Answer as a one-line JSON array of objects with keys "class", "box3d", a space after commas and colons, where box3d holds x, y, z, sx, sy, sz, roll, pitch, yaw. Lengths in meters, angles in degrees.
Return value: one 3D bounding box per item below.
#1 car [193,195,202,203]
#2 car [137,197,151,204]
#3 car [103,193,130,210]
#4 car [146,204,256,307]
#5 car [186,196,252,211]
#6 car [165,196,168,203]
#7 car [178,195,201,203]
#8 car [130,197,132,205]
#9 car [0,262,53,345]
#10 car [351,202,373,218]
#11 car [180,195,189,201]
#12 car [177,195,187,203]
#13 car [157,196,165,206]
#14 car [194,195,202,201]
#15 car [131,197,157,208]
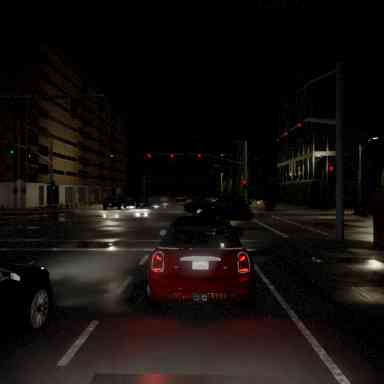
[{"class": "car", "box3d": [1.257, 1.478, 71.750, 1.882, 1.535, 5.008, 0, 0, 2]}, {"class": "car", "box3d": [-9.494, 1.601, 66.082, 1.895, 1.301, 4.718, 0, 0, 2]}, {"class": "car", "box3d": [-10.149, 1.221, 44.159, 2.150, 2.045, 5.566, 0, 0, 1]}, {"class": "car", "box3d": [0.223, 1.352, 8.161, 2.097, 1.767, 4.553, 0, 0, 2]}, {"class": "car", "box3d": [2.203, 1.378, 25.093, 4.553, 1.767, 2.097, 0, 0, -13]}, {"class": "car", "box3d": [-5.962, 1.526, 66.964, 1.812, 1.442, 4.674, 0, 0, 2]}, {"class": "car", "box3d": [0.933, 1.488, 35.058, 1.882, 1.535, 5.008, -3, 2, -33]}, {"class": "car", "box3d": [-9.927, 1.564, 53.572, 1.994, 1.385, 4.181, 0, 0, 2]}, {"class": "car", "box3d": [-3.394, 1.492, 3.933, 2.128, 1.511, 4.902, 0, 0, 1]}, {"class": "car", "box3d": [16.997, 1.547, 30.014, 4.902, 1.511, 2.128, 0, 0, 1]}, {"class": "car", "box3d": [-1.927, 1.540, 83.989, 2.033, 1.411, 5.357, 0, 0, 2]}, {"class": "car", "box3d": [-2.247, 1.500, 71.017, 2.128, 1.511, 4.902, 0, 0, 2]}, {"class": "car", "box3d": [-6.332, 1.547, 56.590, 2.033, 1.411, 5.357, 0, 0, 2]}, {"class": "car", "box3d": [1.573, 1.525, 83.918, 2.128, 1.511, 4.902, 0, 0, 2]}, {"class": "car", "box3d": [-6.593, 1.491, 46.582, 2.128, 1.511, 4.902, 0, 0, 1]}]
